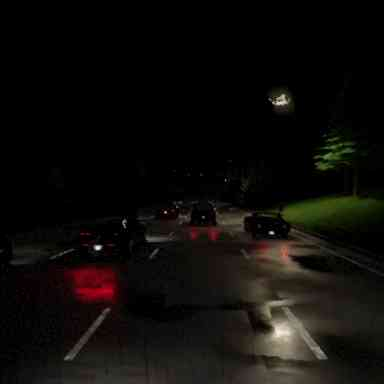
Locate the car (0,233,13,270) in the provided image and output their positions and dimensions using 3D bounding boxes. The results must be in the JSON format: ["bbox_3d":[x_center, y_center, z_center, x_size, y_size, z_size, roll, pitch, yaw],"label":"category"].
[{"bbox_3d":[-6.713,1.421,8.591,2.097,1.767,4.553,0,-1,1],"label":"car"}]

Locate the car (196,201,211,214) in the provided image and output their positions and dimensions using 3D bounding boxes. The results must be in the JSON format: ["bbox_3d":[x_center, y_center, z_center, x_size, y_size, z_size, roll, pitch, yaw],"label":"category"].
[{"bbox_3d":[1.543,1.944,42.926,1.812,1.442,4.674,0,-1,2],"label":"car"}]

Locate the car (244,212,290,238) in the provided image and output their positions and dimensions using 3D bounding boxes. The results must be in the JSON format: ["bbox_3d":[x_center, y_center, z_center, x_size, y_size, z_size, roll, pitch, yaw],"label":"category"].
[{"bbox_3d":[4.128,1.795,19.079,1.895,1.301,4.718,0,-1,2],"label":"car"}]

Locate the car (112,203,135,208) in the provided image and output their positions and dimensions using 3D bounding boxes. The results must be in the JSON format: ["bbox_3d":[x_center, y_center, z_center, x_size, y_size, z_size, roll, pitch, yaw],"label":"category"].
[{"bbox_3d":[-5.981,1.777,29.475,1.837,1.490,4.892,0,-1,2],"label":"car"}]

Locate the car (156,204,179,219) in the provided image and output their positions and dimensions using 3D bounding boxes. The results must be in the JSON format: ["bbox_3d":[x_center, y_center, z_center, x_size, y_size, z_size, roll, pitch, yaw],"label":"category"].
[{"bbox_3d":[-2.360,1.874,32.566,1.994,1.385,4.181,0,-1,2],"label":"car"}]

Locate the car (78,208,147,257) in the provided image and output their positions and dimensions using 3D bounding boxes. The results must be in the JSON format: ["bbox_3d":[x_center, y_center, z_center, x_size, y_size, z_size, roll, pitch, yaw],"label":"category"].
[{"bbox_3d":[-3.068,1.630,13.550,1.837,1.490,4.892,0,-1,2],"label":"car"}]

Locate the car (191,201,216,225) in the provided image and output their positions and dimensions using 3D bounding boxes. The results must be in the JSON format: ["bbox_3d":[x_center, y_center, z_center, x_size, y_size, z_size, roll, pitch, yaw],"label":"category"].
[{"bbox_3d":[0.922,1.739,26.808,1.882,1.535,5.008,0,-1,2],"label":"car"}]
